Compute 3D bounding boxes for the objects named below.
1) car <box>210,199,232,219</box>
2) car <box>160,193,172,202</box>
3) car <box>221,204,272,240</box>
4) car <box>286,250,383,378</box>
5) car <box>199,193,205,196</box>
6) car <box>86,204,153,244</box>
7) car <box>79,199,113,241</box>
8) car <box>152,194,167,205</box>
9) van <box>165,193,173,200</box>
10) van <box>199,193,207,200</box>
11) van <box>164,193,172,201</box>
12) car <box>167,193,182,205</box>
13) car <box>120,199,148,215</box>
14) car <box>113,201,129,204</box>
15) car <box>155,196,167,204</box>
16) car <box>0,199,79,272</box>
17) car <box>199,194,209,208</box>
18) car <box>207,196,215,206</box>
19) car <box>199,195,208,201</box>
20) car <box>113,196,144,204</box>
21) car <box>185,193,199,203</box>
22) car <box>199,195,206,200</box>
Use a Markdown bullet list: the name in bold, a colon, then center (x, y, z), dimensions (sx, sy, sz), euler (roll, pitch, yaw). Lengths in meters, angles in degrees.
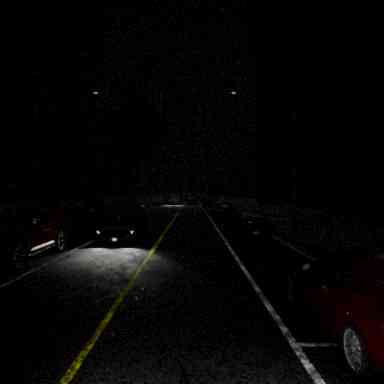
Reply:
- **car**: center (2.767, 1.527, 27.932), dimensions (1.802, 1.307, 4.206), euler (0, 0, 0)
- **car**: center (-5.750, 1.190, 73.345), dimensions (2.192, 1.841, 5.009), euler (0, 0, 0)
- **car**: center (2.765, 1.517, 16.577), dimensions (2.008, 1.369, 4.403), euler (0, 0, 0)
- **car**: center (2.763, 1.571, 5.222), dimensions (1.802, 1.307, 4.206), euler (0, 0, 0)
- **car**: center (2.773, 1.441, 61.997), dimensions (2.008, 1.369, 4.403), euler (0, 0, 0)
- **car**: center (-3.097, 1.515, 15.950), dimensions (2.033, 1.411, 5.357), euler (0, 0, 0)
- **car**: center (-5.760, 1.282, 16.571), dimensions (2.192, 1.841, 5.009), euler (0, 0, 0)
- **car**: center (-5.753, 1.424, 56.143), dimensions (1.752, 1.417, 4.829), euler (0, 0, 0)
- **van**: center (-5.748, 1.201, 84.700), dimensions (1.690, 1.788, 3.998), euler (0, 0, 0)
- **van**: center (2.777, 1.201, 84.708), dimensions (1.690, 1.788, 3.998), euler (0, 0, 0)
- **van**: center (-5.749, 1.208, 79.023), dimensions (1.690, 1.788, 3.998), euler (0, 0, 0)
- **car**: center (-3.048, 1.424, 56.500), dimensions (1.812, 1.442, 4.674), euler (0, 0, 0)
- **car**: center (-5.757, 1.485, 33.604), dimensions (2.008, 1.369, 4.403), euler (0, 0, 0)
- **car**: center (-5.759, 1.522, 22.249), dimensions (1.947, 1.339, 4.313), euler (0, 0, 0)
- **car**: center (-5.752, 1.472, 61.991), dimensions (1.802, 1.307, 4.206), euler (0, 0, 0)
- **car**: center (-5.761, 1.293, 10.894), dimensions (2.192, 1.841, 5.009), euler (0, 0, 0)
- **car**: center (2.369, 1.391, 46.021), dimensions (1.882, 1.535, 5.008), euler (0, 0, 0)
- **car**: center (2.768, 1.459, 33.780), dimensions (1.752, 1.417, 4.829), euler (0, 0, 0)
- **car**: center (2.777, 1.418, 79.031), dimensions (2.008, 1.369, 4.403), euler (0, 0, 0)
- **car**: center (-5.758, 1.260, 27.926), dimensions (2.192, 1.841, 5.009), euler (0, 0, 0)
- **car**: center (0.018, 1.392, 66.381), dimensions (1.837, 1.490, 4.892), euler (0, -1, 0)
- **car**: center (2.779, 1.398, 90.386), dimensions (1.887, 1.381, 4.507), euler (0, 0, 0)
